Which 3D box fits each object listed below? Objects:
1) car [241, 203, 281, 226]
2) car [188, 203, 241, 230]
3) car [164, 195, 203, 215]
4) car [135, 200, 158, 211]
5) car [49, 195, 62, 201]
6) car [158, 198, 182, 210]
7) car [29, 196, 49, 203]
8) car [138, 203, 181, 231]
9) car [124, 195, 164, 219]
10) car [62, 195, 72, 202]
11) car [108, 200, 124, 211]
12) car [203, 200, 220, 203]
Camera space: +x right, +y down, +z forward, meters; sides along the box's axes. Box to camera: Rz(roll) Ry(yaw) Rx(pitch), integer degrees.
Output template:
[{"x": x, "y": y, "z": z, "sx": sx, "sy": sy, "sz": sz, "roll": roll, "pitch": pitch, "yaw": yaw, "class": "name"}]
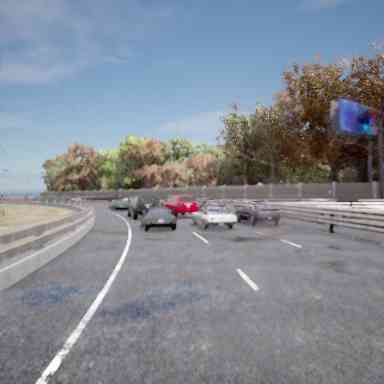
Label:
[{"x": 4.483, "y": 1.491, "z": 23.518, "sx": 2.128, "sy": 1.511, "sz": 4.902, "roll": -1, "pitch": 0, "yaw": -12, "class": "car"}, {"x": 1.286, "y": 1.626, "z": 21.676, "sx": 1.895, "sy": 1.301, "sz": 4.718, "roll": -1, "pitch": 0, "yaw": -12, "class": "car"}, {"x": -1.154, "y": 1.286, "z": 31.244, "sx": 2.150, "sy": 2.045, "sz": 5.566, "roll": 0, "pitch": 0, "yaw": -19, "class": "car"}, {"x": -6.149, "y": 1.732, "z": 44.554, "sx": 1.895, "sy": 1.301, "sz": 4.718, "roll": 0, "pitch": 0, "yaw": -24, "class": "car"}, {"x": -35.554, "y": 1.635, "z": 83.691, "sx": 4.553, "sy": 1.767, "sz": 2.097, "roll": -1, "pitch": 0, "yaw": 38, "class": "car"}, {"x": -3.130, "y": 1.613, "z": 46.369, "sx": 1.837, "sy": 1.490, "sz": 4.892, "roll": 0, "pitch": 0, "yaw": -24, "class": "car"}, {"x": -37.843, "y": 1.821, "z": 81.043, "sx": 4.902, "sy": 1.511, "sz": 2.128, "roll": -1, "pitch": 0, "yaw": 38, "class": "car"}, {"x": -2.186, "y": 1.620, "z": 21.214, "sx": 1.994, "sy": 1.385, "sz": 4.181, "roll": -1, "pitch": 0, "yaw": -12, "class": "car"}, {"x": -4.458, "y": 1.314, "z": 30.089, "sx": 2.150, "sy": 2.045, "sz": 5.566, "roll": 0, "pitch": 0, "yaw": -19, "class": "car"}, {"x": -33.288, "y": 1.618, "z": 86.358, "sx": 4.553, "sy": 1.767, "sz": 2.097, "roll": -1, "pitch": 0, "yaw": 38, "class": "car"}, {"x": -9.798, "y": 1.729, "z": 44.147, "sx": 1.994, "sy": 1.385, "sz": 4.181, "roll": 0, "pitch": 0, "yaw": -24, "class": "car"}, {"x": 1.814, "y": 1.566, "z": 33.449, "sx": 1.812, "sy": 1.442, "sz": 4.674, "roll": 0, "pitch": 0, "yaw": -19, "class": "car"}]
